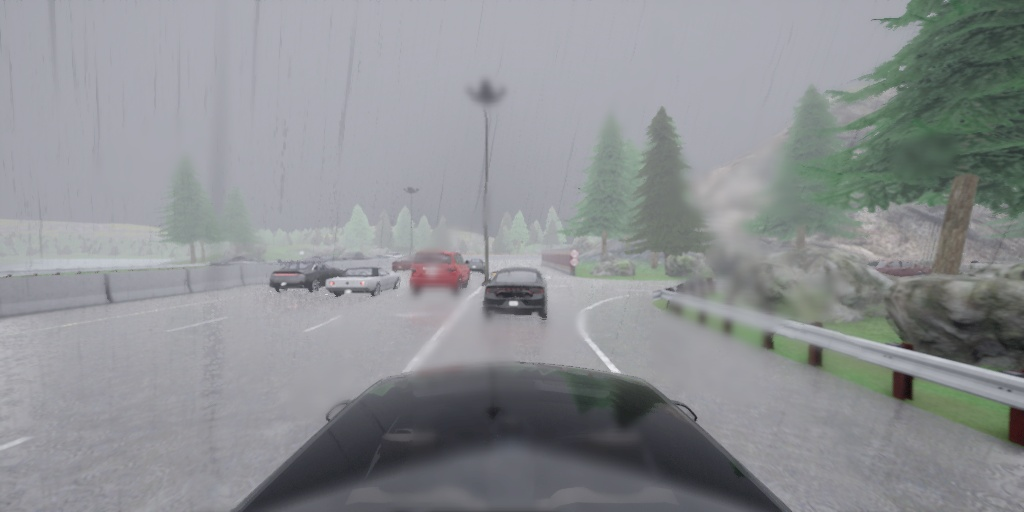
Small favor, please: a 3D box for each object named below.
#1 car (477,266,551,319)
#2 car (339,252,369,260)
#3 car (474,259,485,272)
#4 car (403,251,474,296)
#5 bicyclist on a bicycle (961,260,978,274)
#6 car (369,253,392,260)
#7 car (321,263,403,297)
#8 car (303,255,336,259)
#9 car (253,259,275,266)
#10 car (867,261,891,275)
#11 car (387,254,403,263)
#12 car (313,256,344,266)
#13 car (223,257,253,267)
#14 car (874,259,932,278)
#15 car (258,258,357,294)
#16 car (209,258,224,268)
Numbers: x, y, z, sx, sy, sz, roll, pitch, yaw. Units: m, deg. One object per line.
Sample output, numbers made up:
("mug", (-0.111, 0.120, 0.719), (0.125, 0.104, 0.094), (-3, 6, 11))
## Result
("car", (0.303, 1.110, 12.304), (1.882, 1.535, 5.008), (0, 1, 6))
("car", (-24.697, 0.379, 55.366), (2.150, 2.045, 5.566), (0, 1, 0))
("car", (-3.483, 0.946, 35.141), (1.994, 1.385, 4.181), (0, 1, 0))
("car", (-3.435, 0.792, 18.003), (2.150, 2.045, 5.566), (0, 1, 0))
("bicyclist on a bicycle", (21.489, 1.036, 16.510), (0.582, 1.620, 1.656), (0, 0, -1))
("car", (-21.199, 0.634, 56.860), (2.128, 1.511, 4.902), (0, 1, 0))
("car", (-6.934, 1.178, 17.379), (1.895, 1.301, 4.718), (0, 1, 0))
("car", (-21.185, 0.908, 38.635), (1.994, 1.385, 4.181), (0, 1, 0))
("car", (-24.686, 0.950, 38.142), (1.895, 1.301, 4.718), (0, 1, 0))
("car", (17.758, 1.109, 19.855), (4.181, 1.385, 1.994), (0, 1, -1))
("car", (-10.485, 0.850, 36.023), (1.882, 1.535, 5.008), (0, 1, 0))
("car", (-28.180, 0.706, 55.403), (2.033, 1.411, 5.357), (0, 1, 1))
("car", (-28.187, 0.942, 38.878), (1.895, 1.301, 4.718), (0, 1, 0))
("car", (24.636, 0.981, 23.709), (5.008, 1.535, 1.882), (0, 1, -2))
("car", (-10.438, 1.053, 18.820), (2.128, 1.511, 4.902), (0, 1, 0))
("car", (-31.687, 0.827, 40.632), (1.837, 1.490, 4.892), (0, 0, 0))
